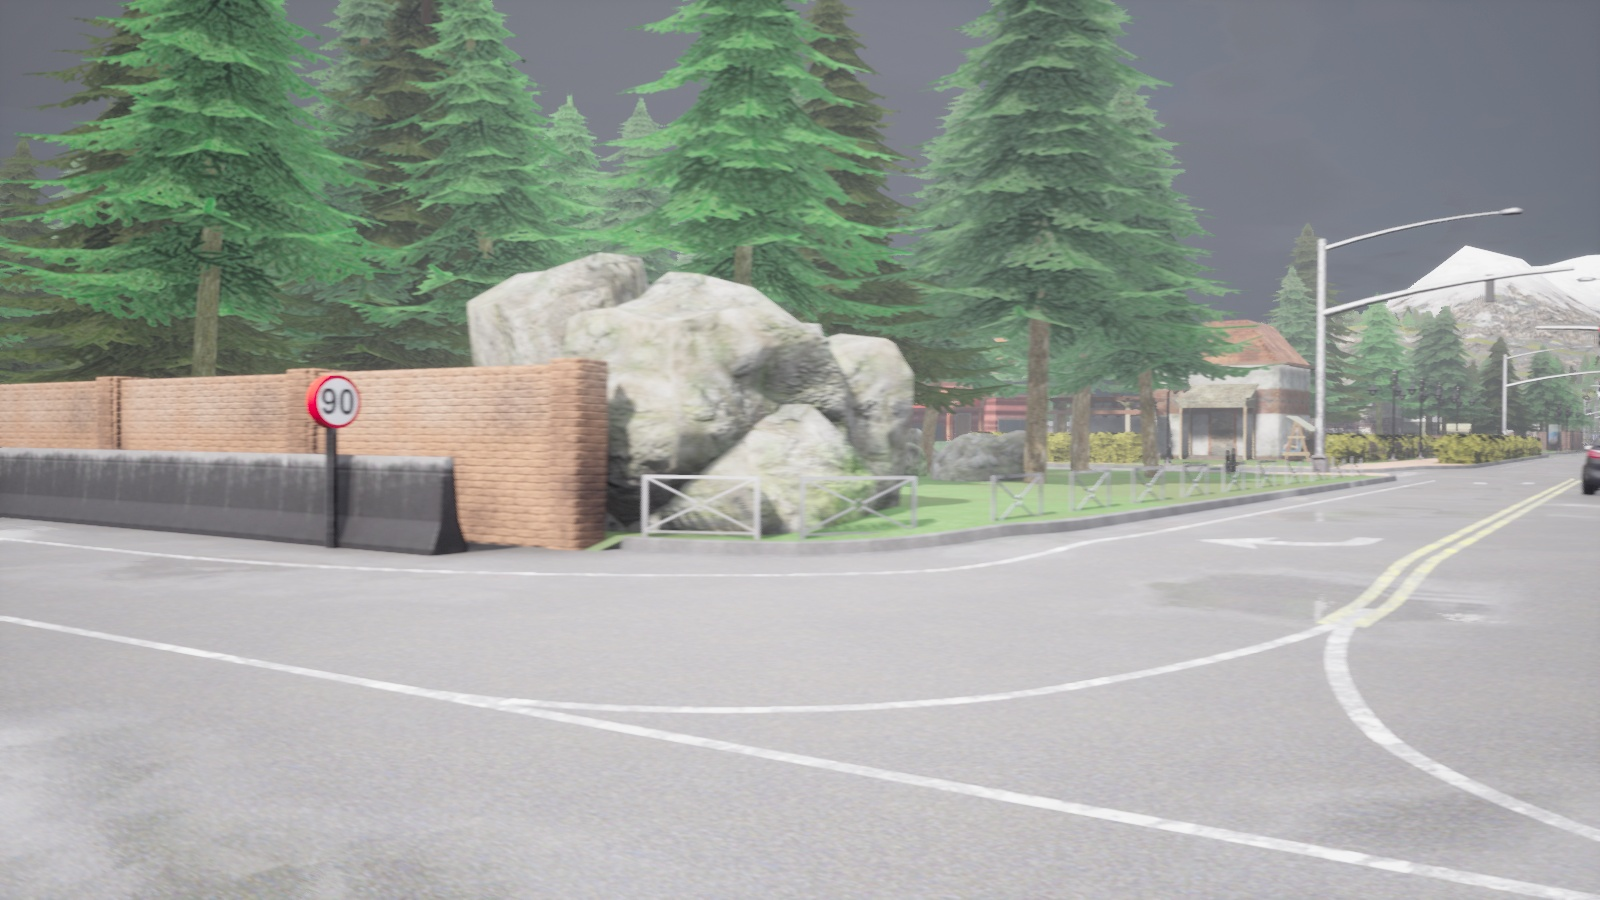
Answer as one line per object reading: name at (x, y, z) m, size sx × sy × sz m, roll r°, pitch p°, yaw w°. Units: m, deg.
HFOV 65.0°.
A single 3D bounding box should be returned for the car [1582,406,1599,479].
car at (20.088, -0.213, 29.987) m, size 2.242 × 1.667 × 4.611 m, roll 0°, pitch 1°, yaw 34°
